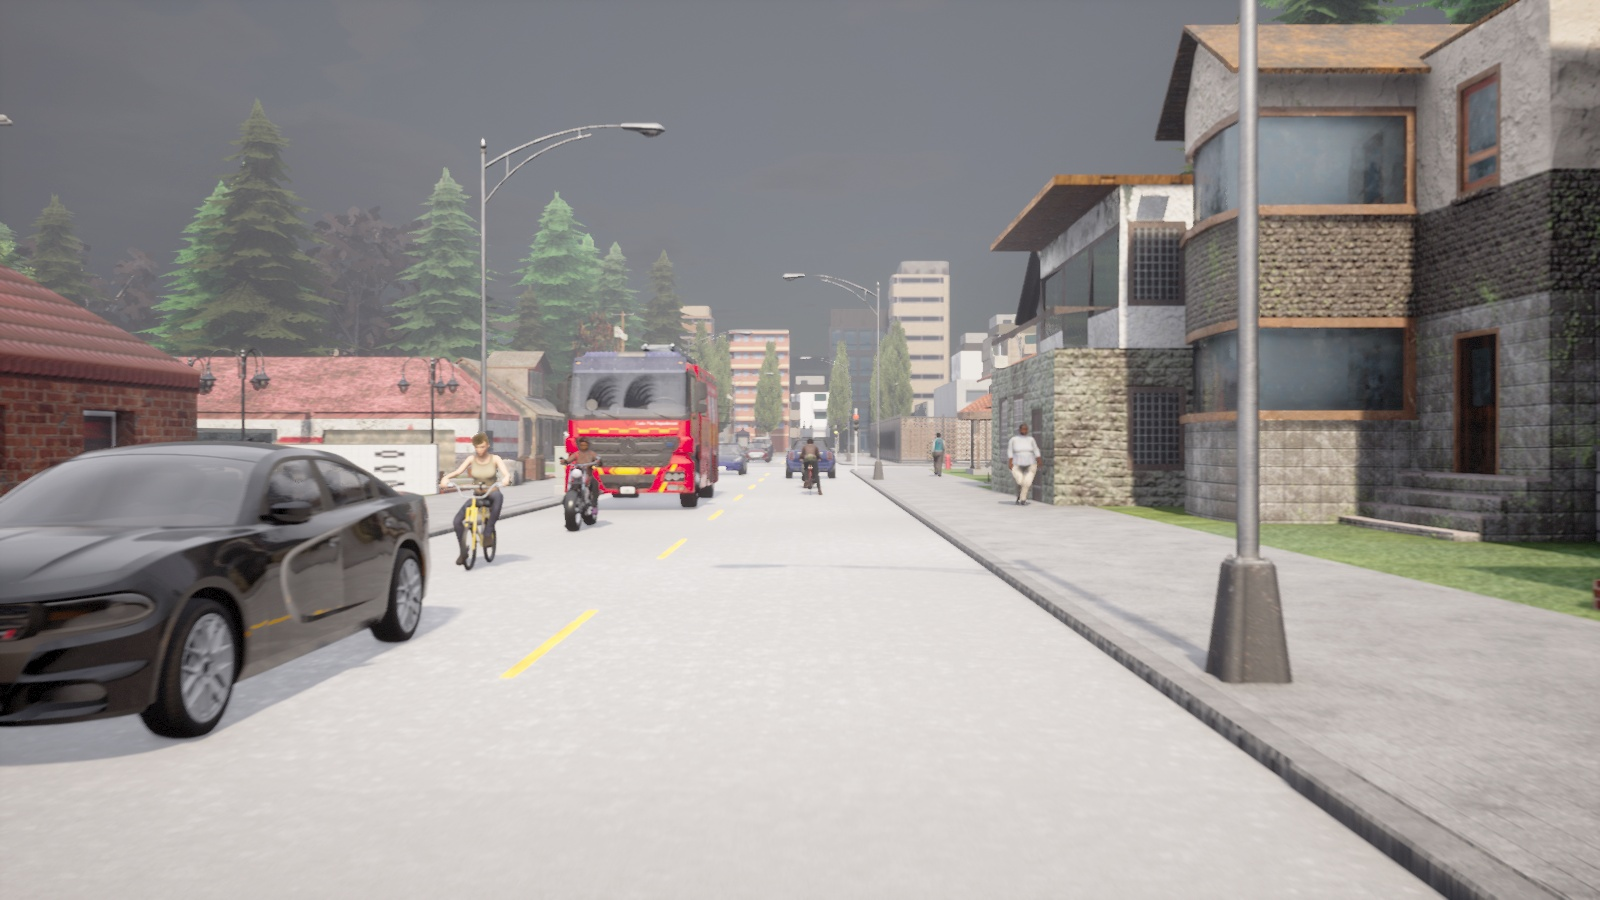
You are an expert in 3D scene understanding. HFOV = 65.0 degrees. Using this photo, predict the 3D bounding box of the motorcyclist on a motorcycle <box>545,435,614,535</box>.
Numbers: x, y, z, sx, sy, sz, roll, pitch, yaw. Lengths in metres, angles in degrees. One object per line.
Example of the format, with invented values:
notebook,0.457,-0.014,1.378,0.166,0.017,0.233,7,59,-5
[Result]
motorcyclist on a motorcycle,-3.817,0.571,21.893,0.766,1.649,2.350,0,0,0

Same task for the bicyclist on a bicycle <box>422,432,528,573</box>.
bicyclist on a bicycle,-3.865,0.595,15.056,0.866,1.612,1.509,0,0,0

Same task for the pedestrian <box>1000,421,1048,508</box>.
pedestrian,4.864,0.306,27.297,0.874,1.855,0.900,0,0,0

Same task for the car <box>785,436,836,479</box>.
car,0.425,0.302,53.883,2.097,1.767,4.553,0,0,0

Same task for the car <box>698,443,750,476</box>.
car,-3.559,0.409,59.363,2.163,1.488,4.792,0,0,0

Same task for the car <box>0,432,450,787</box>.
car,-3.905,0.676,7.950,1.882,1.535,5.008,0,0,1

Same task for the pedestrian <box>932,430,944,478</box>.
pedestrian,5.612,0.172,51.198,0.396,1.930,0.692,0,0,0

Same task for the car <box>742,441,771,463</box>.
car,-3.287,0.134,95.773,2.033,1.649,4.856,0,0,0

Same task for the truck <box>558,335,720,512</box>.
truck,-3.747,-0.598,31.361,2.891,3.827,8.468,0,0,0
